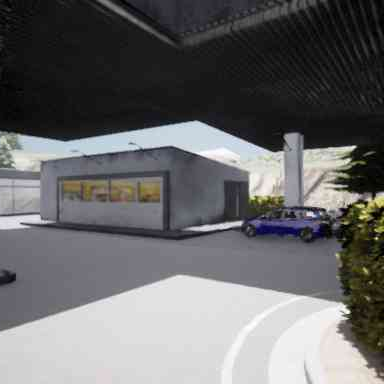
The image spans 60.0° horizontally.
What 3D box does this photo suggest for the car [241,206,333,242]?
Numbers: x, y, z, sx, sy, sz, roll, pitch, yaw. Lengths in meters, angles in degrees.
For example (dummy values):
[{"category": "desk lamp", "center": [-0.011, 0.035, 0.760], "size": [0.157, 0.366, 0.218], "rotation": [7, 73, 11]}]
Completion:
[{"category": "car", "center": [4.823, 1.580, 17.339], "size": [4.611, 1.667, 2.242], "rotation": [-1, 0, 35]}]
